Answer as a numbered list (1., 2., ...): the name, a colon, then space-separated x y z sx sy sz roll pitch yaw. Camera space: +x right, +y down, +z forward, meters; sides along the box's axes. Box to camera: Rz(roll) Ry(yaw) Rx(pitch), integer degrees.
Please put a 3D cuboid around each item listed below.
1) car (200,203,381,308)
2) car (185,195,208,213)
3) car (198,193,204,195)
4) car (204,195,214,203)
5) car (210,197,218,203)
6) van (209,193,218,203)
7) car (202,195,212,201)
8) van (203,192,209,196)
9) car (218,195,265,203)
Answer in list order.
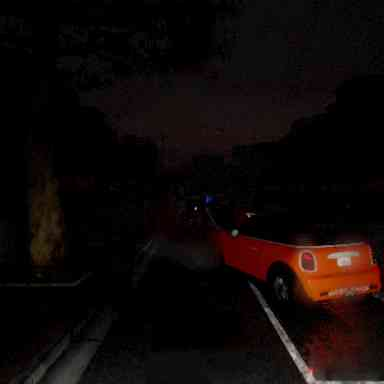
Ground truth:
1. car: 2.099 1.318 8.226 2.097 1.767 4.553 0 0 -21
2. car: 0.390 1.362 34.489 1.837 1.490 4.892 0 0 1
3. car: 0.526 1.326 50.189 1.812 1.442 4.674 0 0 1
4. car: 3.176 1.286 62.304 1.752 1.417 4.829 1 0 0
5. car: 2.892 1.427 28.891 1.887 1.381 4.507 1 0 0
6. van: 2.942 1.201 34.431 1.690 1.788 3.998 1 0 0
7. car: 3.269 1.275 73.214 1.887 1.381 4.507 1 0 0
8. van: 3.130 1.119 56.592 1.690 1.788 3.998 1 0 0
9. car: 2.800 1.243 17.809 2.192 1.841 5.009 1 0 0
